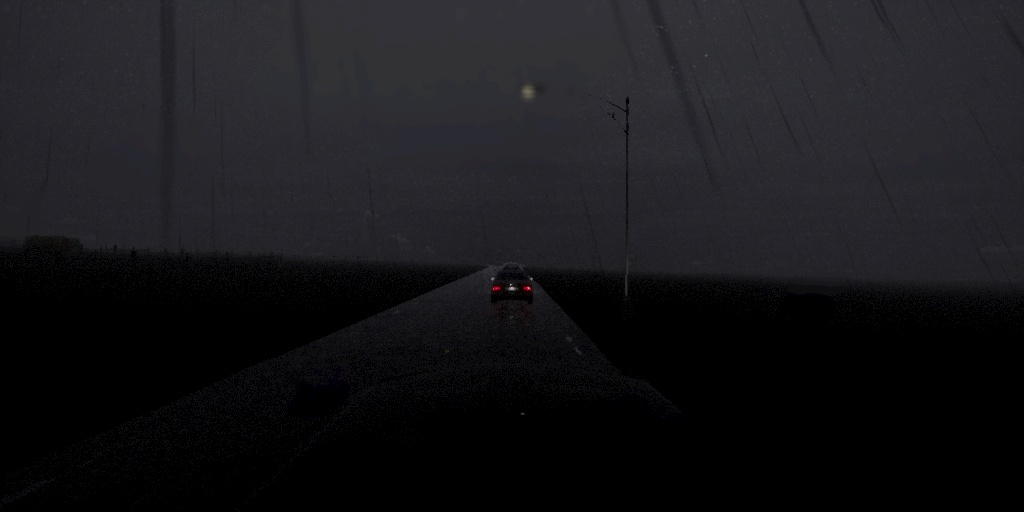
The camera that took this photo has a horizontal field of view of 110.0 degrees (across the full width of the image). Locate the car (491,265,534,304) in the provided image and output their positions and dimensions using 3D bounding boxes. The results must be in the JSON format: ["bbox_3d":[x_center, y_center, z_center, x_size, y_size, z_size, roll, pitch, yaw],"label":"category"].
[{"bbox_3d":[0.000,1.333,16.505,2.033,1.411,5.357,0,0,0],"label":"car"}]

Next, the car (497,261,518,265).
[{"bbox_3d":[0.000,1.394,31.510,1.994,1.385,4.181,0,0,0],"label":"car"}]
